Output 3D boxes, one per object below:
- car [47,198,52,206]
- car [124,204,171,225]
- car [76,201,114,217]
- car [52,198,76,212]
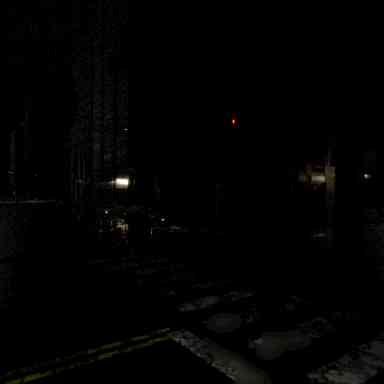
[{"bbox_3d":[-24.912,1.788,60.179,2.128,1.511,4.902,1,-1,-35],"label":"car"},{"bbox_3d":[-3.370,1.607,24.360,1.812,1.442,4.674,1,-1,-37],"label":"car"},{"bbox_3d":[-9.324,1.619,32.722,2.128,1.511,4.902,1,-1,-36],"label":"car"},{"bbox_3d":[-15.478,1.723,41.408,2.033,1.411,5.357,1,-1,-34],"label":"car"}]
